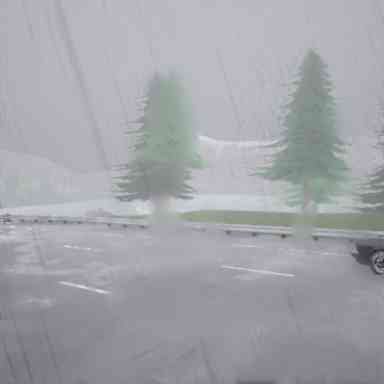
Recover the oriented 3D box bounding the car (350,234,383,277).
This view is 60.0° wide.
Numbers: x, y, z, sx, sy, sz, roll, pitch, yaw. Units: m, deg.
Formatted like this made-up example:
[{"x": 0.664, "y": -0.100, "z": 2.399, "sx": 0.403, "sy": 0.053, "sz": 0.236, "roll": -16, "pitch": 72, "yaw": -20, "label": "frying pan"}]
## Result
[{"x": 6.525, "y": 1.455, "z": 8.088, "sx": 4.718, "sy": 1.301, "sz": 1.895, "roll": 0, "pitch": 0, "yaw": 36, "label": "car"}]
